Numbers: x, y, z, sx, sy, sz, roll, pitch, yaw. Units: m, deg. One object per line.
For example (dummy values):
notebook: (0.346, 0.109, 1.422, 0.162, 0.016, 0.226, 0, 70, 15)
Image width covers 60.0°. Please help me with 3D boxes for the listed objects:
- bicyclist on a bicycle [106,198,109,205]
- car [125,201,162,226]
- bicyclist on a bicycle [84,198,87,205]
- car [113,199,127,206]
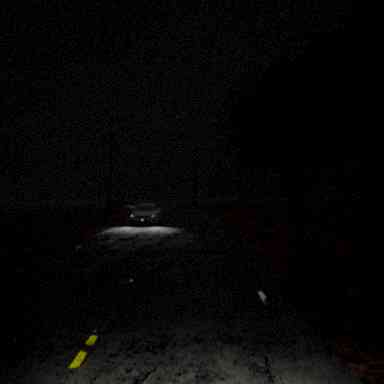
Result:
bicyclist on a bicycle: (-19.449, 2.239, 76.821, 1.656, 1.620, 0.582, -2, -4, 44)
car: (-3.145, 1.485, 23.198, 1.812, 1.442, 4.674, 0, 0, -1)
bicyclist on a bicycle: (-26.617, 2.318, 82.777, 1.843, 1.776, 0.659, -1, -3, 36)
car: (-13.536, 1.969, 63.767, 1.895, 1.301, 4.718, 2, -2, -33)
